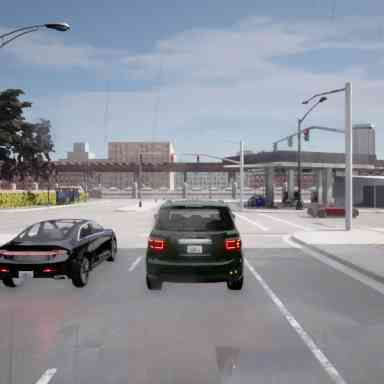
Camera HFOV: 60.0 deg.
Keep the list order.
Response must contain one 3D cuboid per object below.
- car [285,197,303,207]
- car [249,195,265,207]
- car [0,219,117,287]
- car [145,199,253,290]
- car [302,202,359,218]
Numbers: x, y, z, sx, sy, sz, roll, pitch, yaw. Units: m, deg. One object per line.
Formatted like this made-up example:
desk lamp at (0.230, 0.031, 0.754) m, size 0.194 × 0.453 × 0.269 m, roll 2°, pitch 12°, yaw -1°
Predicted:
car at (15.395, 1.456, 50.184) m, size 1.970 × 1.475 × 3.806 m, roll 0°, pitch 0°, yaw 0°
car at (9.651, 1.295, 49.415) m, size 2.242 × 1.667 × 4.611 m, roll 0°, pitch 0°, yaw 0°
car at (-3.431, 1.492, 9.315) m, size 2.128 × 1.511 × 4.902 m, roll 0°, pitch 0°, yaw 0°
car at (0.073, 1.221, 9.231) m, size 2.150 × 2.045 × 5.566 m, roll 0°, pitch 0°, yaw 0°
car at (12.355, 1.564, 29.288) m, size 4.181 × 1.385 × 1.994 m, roll 0°, pitch 0°, yaw -1°
